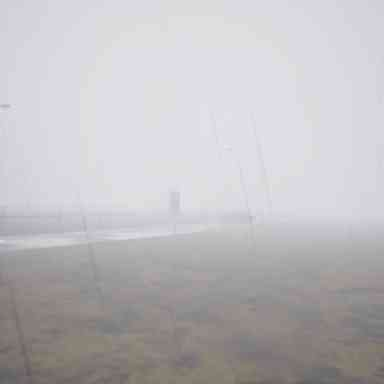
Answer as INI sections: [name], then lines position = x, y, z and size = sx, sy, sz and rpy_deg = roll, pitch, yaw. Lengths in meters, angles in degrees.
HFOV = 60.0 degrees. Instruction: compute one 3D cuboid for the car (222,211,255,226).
[car]
position = 5.016, 2.741, 35.331
size = 2.128, 1.511, 4.902
rpy_deg = -1, -3, 35
